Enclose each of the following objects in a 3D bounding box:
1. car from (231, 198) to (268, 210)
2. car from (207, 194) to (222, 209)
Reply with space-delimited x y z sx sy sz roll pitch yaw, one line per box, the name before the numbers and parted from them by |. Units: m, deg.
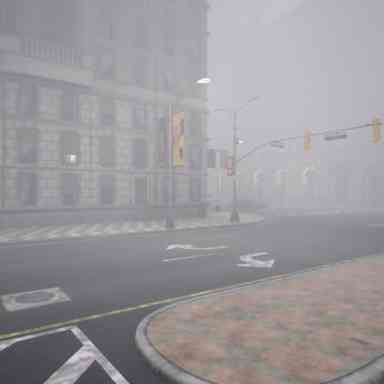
car | 7.360 1.547 43.337 2.033 1.411 5.357 0 0 -36
car | 1.728 1.219 45.192 2.150 2.045 5.566 0 0 -35
